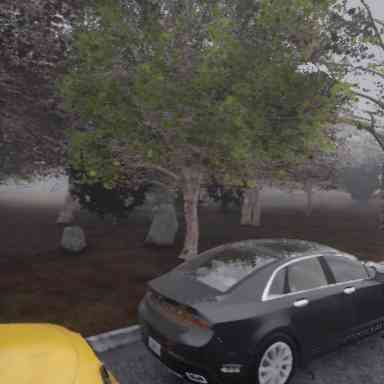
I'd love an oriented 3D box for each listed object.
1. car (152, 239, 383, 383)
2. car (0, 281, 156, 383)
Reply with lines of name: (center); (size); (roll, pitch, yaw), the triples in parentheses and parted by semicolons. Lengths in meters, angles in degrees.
car: (1.597, 1.493, 5.172); (4.892, 1.521, 2.231); (0, 1, -33)
car: (-3.074, 1.455, 1.837); (5.366, 1.575, 1.946); (1, 1, -33)
